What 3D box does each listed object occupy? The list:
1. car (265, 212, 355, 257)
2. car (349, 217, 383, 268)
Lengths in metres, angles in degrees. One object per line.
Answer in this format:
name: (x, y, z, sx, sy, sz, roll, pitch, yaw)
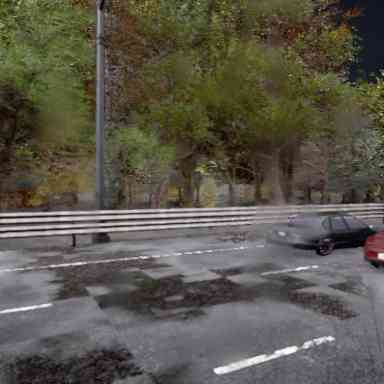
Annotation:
car: (5.324, 1.493, 12.711, 5.357, 1.411, 2.033, 0, 0, -28)
car: (6.965, 1.500, 9.617, 4.674, 1.442, 1.812, 0, 0, -28)
